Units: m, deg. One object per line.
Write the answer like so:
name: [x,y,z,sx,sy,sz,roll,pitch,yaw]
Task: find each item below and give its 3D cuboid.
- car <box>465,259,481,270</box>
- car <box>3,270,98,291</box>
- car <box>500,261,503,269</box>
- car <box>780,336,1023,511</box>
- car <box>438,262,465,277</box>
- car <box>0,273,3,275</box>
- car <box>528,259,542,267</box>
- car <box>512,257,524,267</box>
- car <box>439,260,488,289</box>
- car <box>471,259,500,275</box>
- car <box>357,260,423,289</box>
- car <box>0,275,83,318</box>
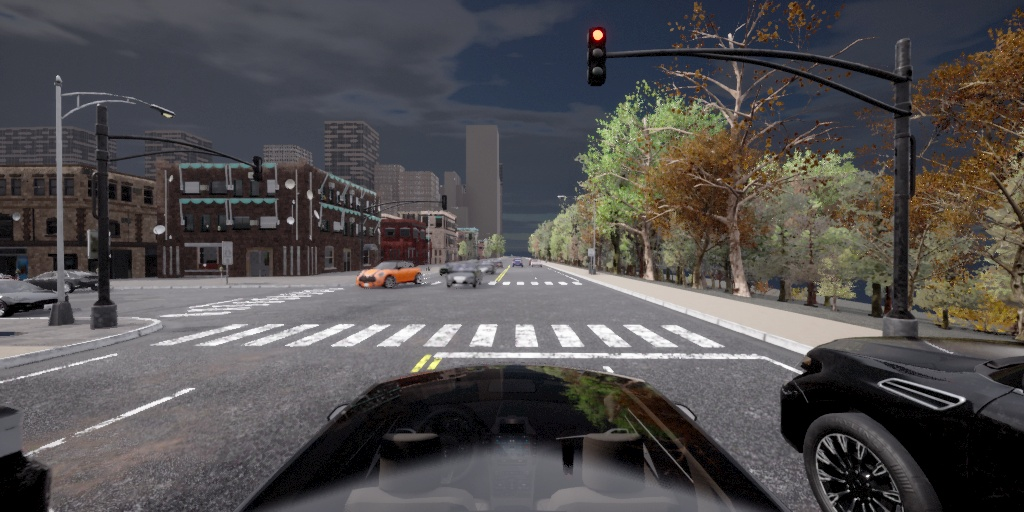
car: [-5.747,1.238,53.590,1.837,1.490,4.892,0,-1,1]
car: [-27.956,1.560,22.337,4.403,1.370,2.007,0,0,1]
car: [-2.445,1.295,56.264,1.994,1.385,4.181,0,0,1]
car: [3.322,0.972,0.647,2.150,2.045,5.566,0,0,1]
car: [-6.043,1.340,36.303,1.895,1.301,4.718,0,0,1]
car: [-31.627,1.641,19.801,4.181,1.385,1.994,-1,1,1]
car: [4.370,1.327,64.102,1.895,1.301,4.718,0,0,1]
car: [1.010,1.252,63.772,1.812,1.442,4.674,0,0,1]
car: [-3.007,1.237,23.325,2.128,1.511,4.902,0,0,1]
car: [-2.759,1.230,38.216,2.128,1.511,4.902,0,0,1]
car: [-7.830,1.101,23.304,2.097,1.767,4.553,-1,0,20]
car: [-19.765,1.565,13.688,4.313,1.339,1.948,0,0,1]
